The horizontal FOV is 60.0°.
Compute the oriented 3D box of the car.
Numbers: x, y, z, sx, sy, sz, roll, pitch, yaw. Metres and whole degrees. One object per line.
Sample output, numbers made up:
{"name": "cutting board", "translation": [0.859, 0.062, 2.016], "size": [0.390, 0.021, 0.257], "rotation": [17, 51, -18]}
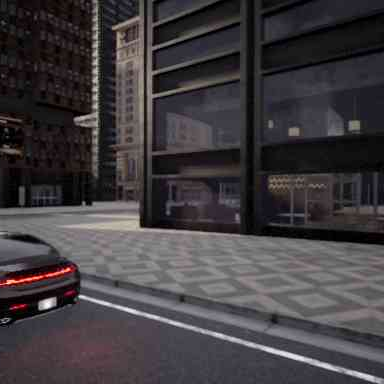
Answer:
{"name": "car", "translation": [-4.285, 1.568, 6.753], "size": [4.892, 1.490, 1.837], "rotation": [-1, 0, 36]}
